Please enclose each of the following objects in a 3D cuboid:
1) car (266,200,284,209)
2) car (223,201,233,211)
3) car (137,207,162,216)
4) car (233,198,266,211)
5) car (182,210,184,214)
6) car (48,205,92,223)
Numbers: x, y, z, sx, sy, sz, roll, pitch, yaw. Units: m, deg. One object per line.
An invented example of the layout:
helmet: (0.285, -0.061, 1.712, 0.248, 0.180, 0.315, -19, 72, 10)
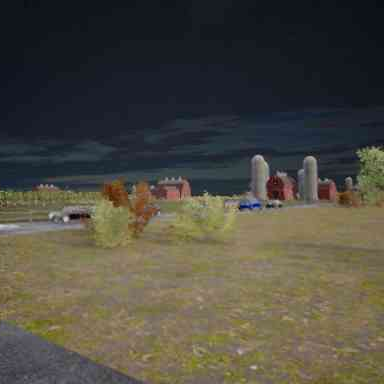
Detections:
car: (15.323, 2.226, 61.509, 2.097, 1.767, 4.553, -2, -2, 36)
car: (6.610, 2.212, 55.471, 2.097, 1.767, 4.553, -2, -2, 36)
car: (-5.519, 2.141, 38.719, 1.837, 1.490, 4.892, -2, -2, 36)
car: (9.315, 1.981, 53.122, 2.150, 2.045, 5.566, -2, -2, 36)
car: (0.250, 2.248, 46.716, 1.837, 1.490, 4.892, -2, -2, 36)
car: (-10.992, 2.026, 31.134, 2.128, 1.511, 4.902, -2, -2, 35)
